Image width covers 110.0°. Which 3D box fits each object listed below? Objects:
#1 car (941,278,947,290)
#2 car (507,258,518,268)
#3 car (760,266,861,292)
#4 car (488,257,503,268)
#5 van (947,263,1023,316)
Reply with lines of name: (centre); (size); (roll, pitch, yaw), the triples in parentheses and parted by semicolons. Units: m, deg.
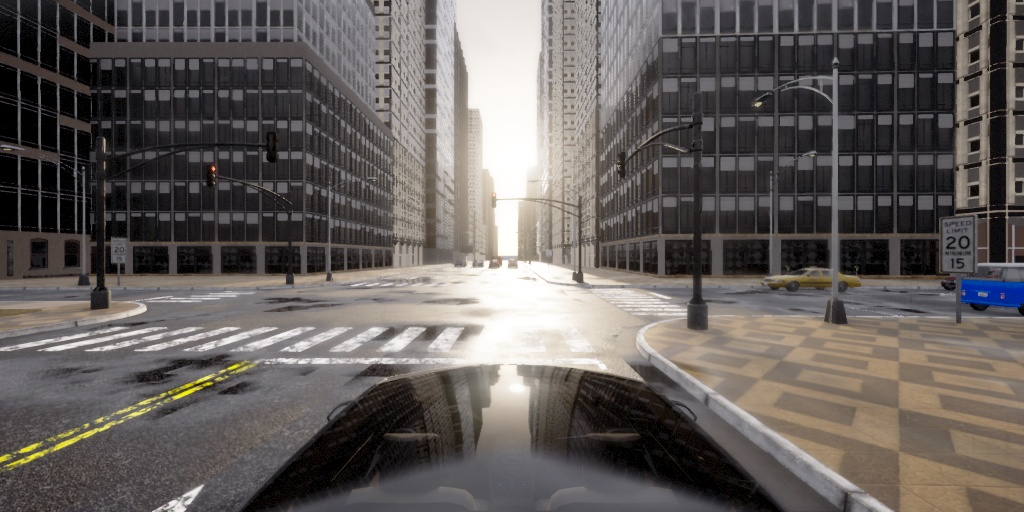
car: (26.964, 1.357, 20.190); (4.207, 1.307, 1.802); (0, 0, 2)
car: (0.146, 1.407, 63.323); (2.033, 1.411, 5.357); (0, 0, 0)
car: (17.131, 1.293, 20.699); (4.829, 1.417, 1.751); (0, 0, 2)
car: (-3.105, 1.386, 63.331); (1.812, 1.442, 4.674); (0, 0, 0)
van: (18.382, 1.119, 12.524); (3.998, 1.789, 1.690); (0, 0, 2)
